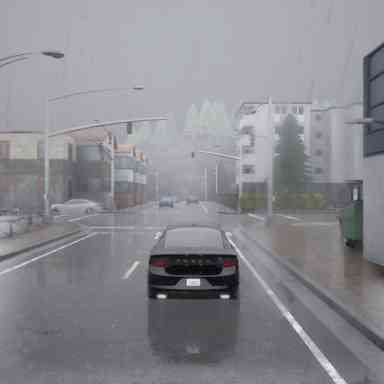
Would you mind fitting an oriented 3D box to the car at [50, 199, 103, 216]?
[{"bbox_3d":[-10.319,1.345,29.372,4.674,1.442,1.812,0,1,-14],"label":"car"}]

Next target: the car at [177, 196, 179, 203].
[{"bbox_3d":[-3.516,1.492,66.334,2.128,1.511,4.902,0,0,0],"label":"car"}]

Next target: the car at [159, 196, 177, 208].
[{"bbox_3d":[-3.599,1.477,47.442,1.882,1.535,5.008,0,0,0],"label":"car"}]

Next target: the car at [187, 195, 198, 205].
[{"bbox_3d":[0.096,1.352,60.280,2.097,1.767,4.553,0,0,0],"label":"car"}]

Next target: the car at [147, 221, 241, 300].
[{"bbox_3d":[0.049,1.478,8.475,1.882,1.535,5.008,0,0,1],"label":"car"}]
